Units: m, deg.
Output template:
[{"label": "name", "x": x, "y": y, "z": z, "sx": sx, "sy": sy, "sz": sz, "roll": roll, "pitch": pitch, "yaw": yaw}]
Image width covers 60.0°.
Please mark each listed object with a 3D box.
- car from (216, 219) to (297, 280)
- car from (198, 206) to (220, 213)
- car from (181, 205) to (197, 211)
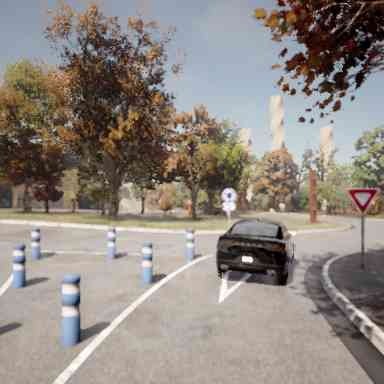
[{"label": "car", "x": 2.169, "y": 1.595, "z": 10.470, "sx": 1.882, "sy": 1.535, "sz": 5.008, "roll": 2, "pitch": -2, "yaw": 19}, {"label": "car", "x": 3.741, "y": 3.470, "z": 68.042, "sx": 4.181, "sy": 1.385, "sz": 1.994, "roll": 0, "pitch": 0, "yaw": 20}, {"label": "car", "x": -0.706, "y": 4.169, "z": 84.691, "sx": 1.882, "sy": 1.535, "sz": 5.008, "roll": 0, "pitch": -5, "yaw": -13}]
